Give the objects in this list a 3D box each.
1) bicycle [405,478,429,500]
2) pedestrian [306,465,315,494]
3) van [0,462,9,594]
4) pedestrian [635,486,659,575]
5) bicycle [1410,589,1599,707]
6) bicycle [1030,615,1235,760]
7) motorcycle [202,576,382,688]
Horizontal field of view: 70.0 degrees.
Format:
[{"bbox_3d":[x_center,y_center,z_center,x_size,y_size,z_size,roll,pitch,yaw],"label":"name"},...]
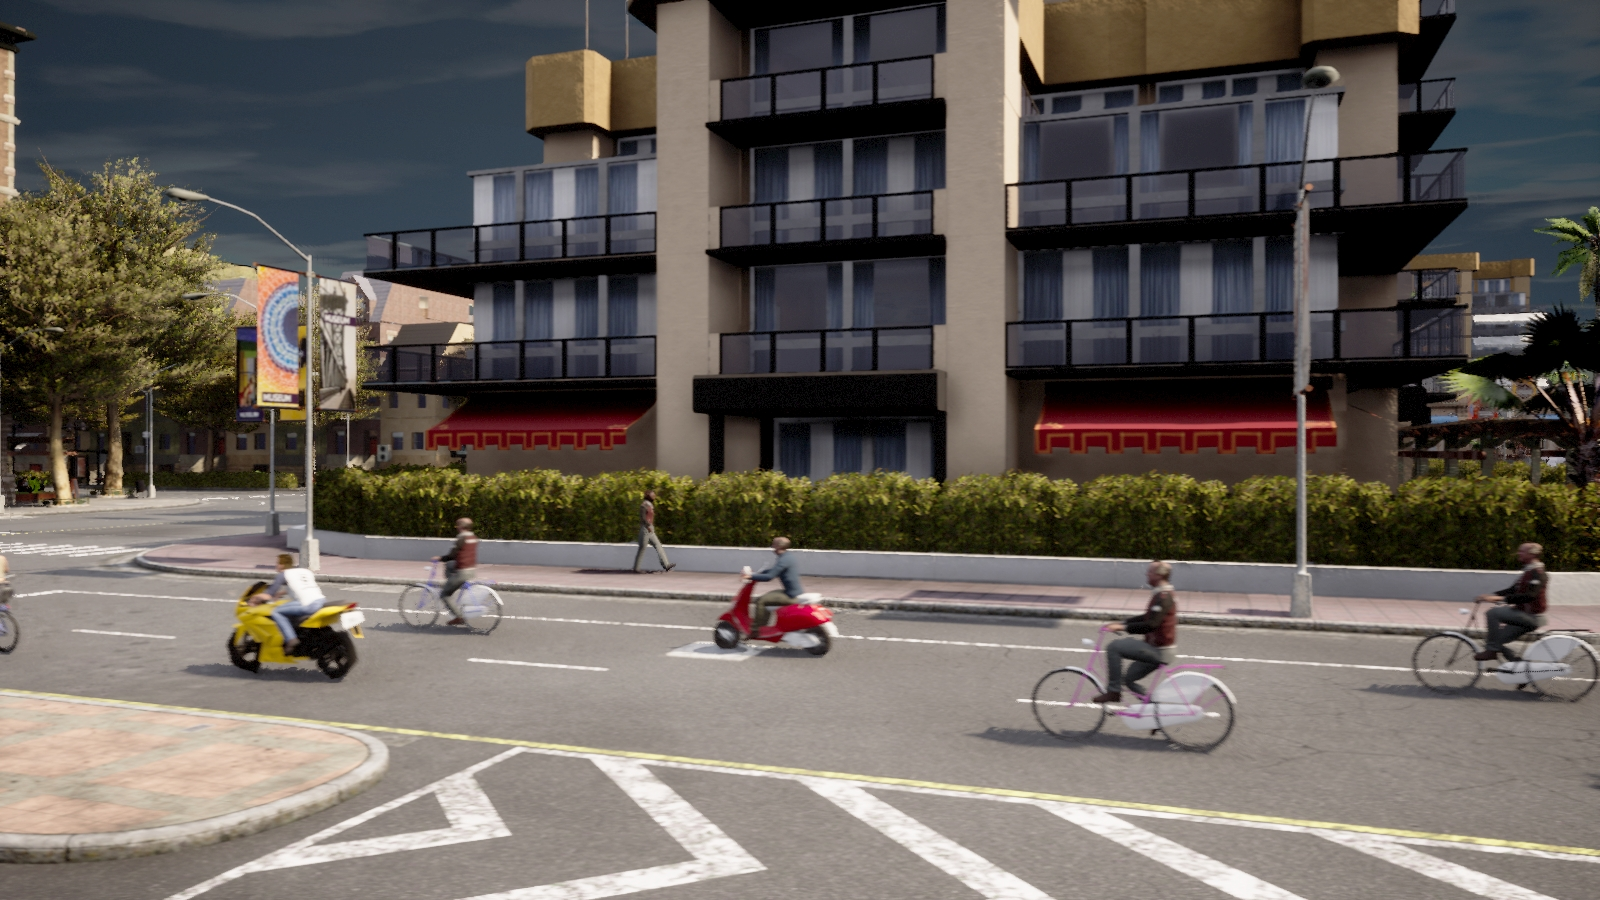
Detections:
[{"bbox_3d":[-21.939,2.205,65.425,0.373,1.196,1.643,0,0,20],"label":"bicycle"},{"bbox_3d":[-30.837,1.848,71.939,0.375,1.860,0.375,0,0,16],"label":"pedestrian"},{"bbox_3d":[-18.525,1.533,22.921,5.915,2.561,1.988,0,1,30],"label":"van"},{"bbox_3d":[-3.247,1.696,24.255,0.375,1.860,0.375,0,0,17],"label":"pedestrian"},{"bbox_3d":[7.920,2.210,12.859,1.835,1.171,0.329,0,0,18],"label":"bicycle"},{"bbox_3d":[3.113,2.210,10.761,1.835,1.171,0.329,0,0,19],"label":"bicycle"},{"bbox_3d":[-6.261,2.213,14.081,2.033,1.145,0.803,0,0,20],"label":"motorcycle"}]
